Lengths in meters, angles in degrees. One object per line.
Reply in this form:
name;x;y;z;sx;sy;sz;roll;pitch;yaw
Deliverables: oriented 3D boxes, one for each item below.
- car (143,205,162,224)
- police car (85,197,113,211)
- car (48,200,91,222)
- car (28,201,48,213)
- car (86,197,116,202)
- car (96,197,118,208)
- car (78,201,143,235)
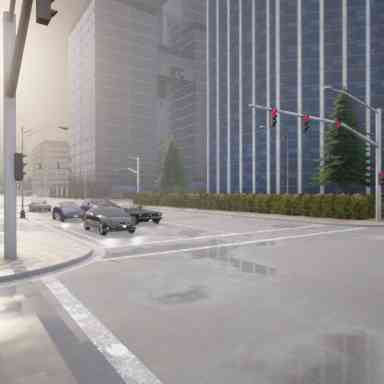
car;-4.017;1.613;24.244;1.895;1.301;4.718;0;0;-34
police car;-11.922;1.506;42.433;2.038;1.542;4.974;0;0;-34
car;-9.995;1.548;26.866;1.812;1.442;4.674;0;0;-34
car;-17.291;1.621;37.819;1.895;1.301;4.718;0;0;-33
car;-9.047;1.362;31.743;2.097;1.767;4.553;0;0;-34
car;-12.897;1.509;50.224;1.812;1.442;4.674;0;0;-33
car;-4.845;1.530;19.203;1.837;1.490;4.892;0;0;-34
